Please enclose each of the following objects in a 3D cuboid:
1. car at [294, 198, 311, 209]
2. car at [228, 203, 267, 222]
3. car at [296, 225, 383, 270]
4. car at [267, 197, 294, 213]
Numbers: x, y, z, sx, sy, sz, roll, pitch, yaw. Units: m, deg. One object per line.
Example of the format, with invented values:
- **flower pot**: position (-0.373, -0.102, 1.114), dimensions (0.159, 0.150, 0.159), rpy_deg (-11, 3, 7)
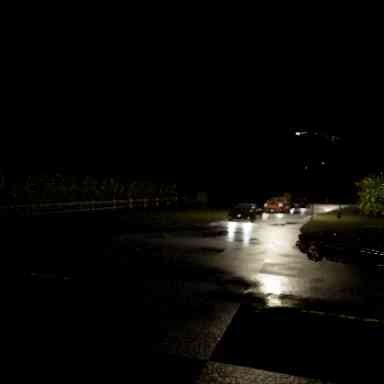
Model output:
- **car**: position (15.454, 1.569, 47.157), dimensions (1.812, 1.442, 4.674), rpy_deg (0, 0, 32)
- **car**: position (4.316, 1.576, 26.482), dimensions (1.994, 1.385, 4.181), rpy_deg (0, 0, 25)
- **car**: position (5.537, 1.640, 9.984), dimensions (1.895, 1.301, 4.718), rpy_deg (0, 0, -34)
- **car**: position (9.459, 1.374, 36.760), dimensions (2.097, 1.767, 4.553), rpy_deg (0, 0, 29)
